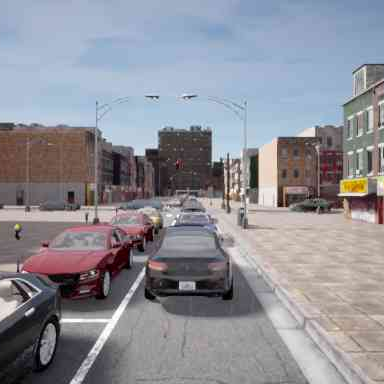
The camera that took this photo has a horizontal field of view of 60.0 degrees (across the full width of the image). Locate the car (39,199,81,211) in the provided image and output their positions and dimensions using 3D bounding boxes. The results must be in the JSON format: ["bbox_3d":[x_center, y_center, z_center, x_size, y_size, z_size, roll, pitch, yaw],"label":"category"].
[{"bbox_3d":[-14.474,1.505,36.553,4.181,1.385,1.994,0,0,0],"label":"car"}]

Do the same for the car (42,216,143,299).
[{"bbox_3d":[-2.619,1.548,8.454,1.887,1.381,4.507,0,0,0],"label":"car"}]

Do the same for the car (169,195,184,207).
[{"bbox_3d":[-2.546,1.606,51.230,1.752,1.417,4.829,0,0,0],"label":"car"}]

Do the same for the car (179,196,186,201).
[{"bbox_3d":[-2.481,1.757,89.508,1.887,1.381,4.507,0,0,0],"label":"car"}]

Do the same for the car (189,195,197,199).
[{"bbox_3d":[0.141,1.778,81.695,1.895,1.301,4.718,0,0,0],"label":"car"}]

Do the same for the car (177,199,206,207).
[{"bbox_3d":[0.156,1.530,25.985,1.837,1.490,4.892,0,0,2],"label":"car"}]

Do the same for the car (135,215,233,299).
[{"bbox_3d":[-0.041,1.529,8.315,1.812,1.442,4.674,0,0,1],"label":"car"}]

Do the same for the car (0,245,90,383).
[{"bbox_3d":[-2.629,1.552,2.960,2.008,1.369,4.403,0,0,0],"label":"car"}]

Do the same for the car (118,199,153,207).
[{"bbox_3d":[-6.093,1.568,39.532,5.357,1.411,2.033,0,0,0],"label":"car"}]

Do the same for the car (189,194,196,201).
[{"bbox_3d":[0.159,1.576,91.860,2.097,1.767,4.553,0,0,0],"label":"car"}]

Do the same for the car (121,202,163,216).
[{"bbox_3d":[-2.601,1.540,19.272,1.752,1.417,4.829,0,0,0],"label":"car"}]

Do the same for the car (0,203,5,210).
[{"bbox_3d":[-23.226,1.383,36.525,4.892,1.490,1.837,0,0,0],"label":"car"}]

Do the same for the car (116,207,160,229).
[{"bbox_3d":[-2.610,1.553,13.949,1.887,1.381,4.507,0,0,0],"label":"car"}]

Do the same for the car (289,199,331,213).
[{"bbox_3d":[13.967,1.577,39.598,4.553,1.767,2.097,1,0,0],"label":"car"}]

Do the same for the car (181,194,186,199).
[{"bbox_3d":[-2.536,1.411,56.843,2.192,1.841,5.009,0,0,0],"label":"car"}]

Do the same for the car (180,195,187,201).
[{"bbox_3d":[-2.471,1.672,94.952,1.967,1.590,4.097,0,0,0],"label":"car"}]

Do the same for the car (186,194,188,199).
[{"bbox_3d":[-2.500,1.695,78.449,1.752,1.417,4.829,0,0,0],"label":"car"}]

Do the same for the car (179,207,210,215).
[{"bbox_3d":[0.121,1.611,15.684,1.895,1.301,4.718,0,0,0],"label":"car"}]
